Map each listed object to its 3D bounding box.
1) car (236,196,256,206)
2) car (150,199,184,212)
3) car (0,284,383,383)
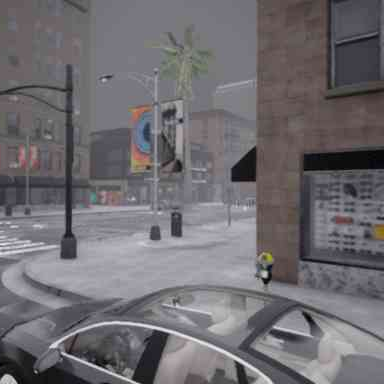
[{"bbox_3d":[8.875,1.507,53.738,1.837,1.490,4.892,0,0,35],"label":"car"},{"bbox_3d":[-2.745,1.487,37.309,1.994,1.385,4.181,0,0,35],"label":"car"},{"bbox_3d":[-0.078,1.542,2.899,4.403,1.369,2.008,0,0,35],"label":"car"}]
